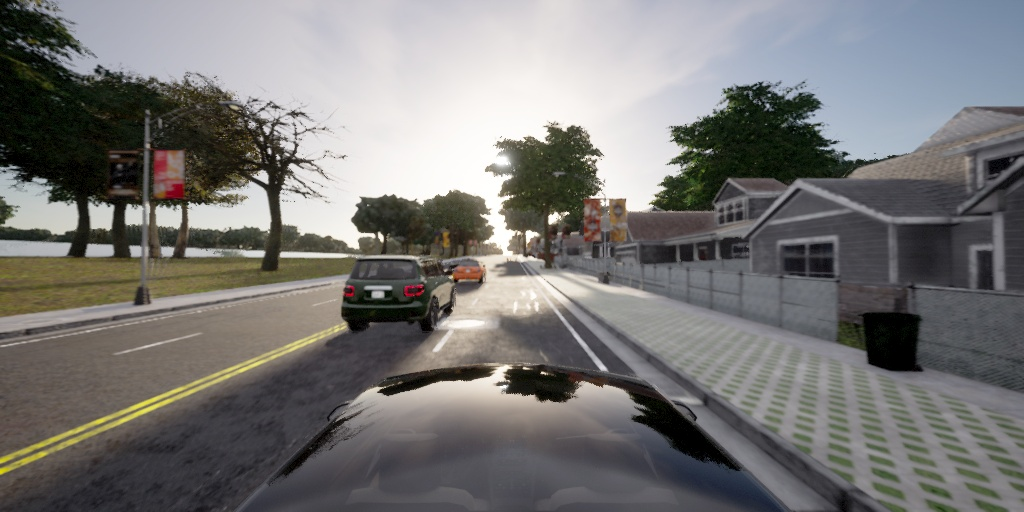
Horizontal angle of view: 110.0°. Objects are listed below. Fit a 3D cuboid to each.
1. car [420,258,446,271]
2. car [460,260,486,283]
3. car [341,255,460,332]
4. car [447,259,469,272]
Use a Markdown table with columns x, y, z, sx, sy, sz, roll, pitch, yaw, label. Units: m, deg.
| x | y | z | sx | sy | sz | roll | pitch | yaw | label |
| --- | --- | --- | --- | --- | --- | --- | --- | --- | --- |
| -9.825 | 1.057 | 44.938 | 2.033 | 1.411 | 5.357 | 0 | 1 | 0 | car |
| -3.148 | 1.064 | 27.680 | 2.097 | 1.767 | 4.553 | 0 | 0 | 0 | car |
| -3.160 | 0.994 | 11.084 | 2.150 | 2.045 | 5.566 | 0 | 0 | 0 | car |
| -6.577 | 1.124 | 44.044 | 1.895 | 1.301 | 4.718 | 0 | 1 | 0 | car |
